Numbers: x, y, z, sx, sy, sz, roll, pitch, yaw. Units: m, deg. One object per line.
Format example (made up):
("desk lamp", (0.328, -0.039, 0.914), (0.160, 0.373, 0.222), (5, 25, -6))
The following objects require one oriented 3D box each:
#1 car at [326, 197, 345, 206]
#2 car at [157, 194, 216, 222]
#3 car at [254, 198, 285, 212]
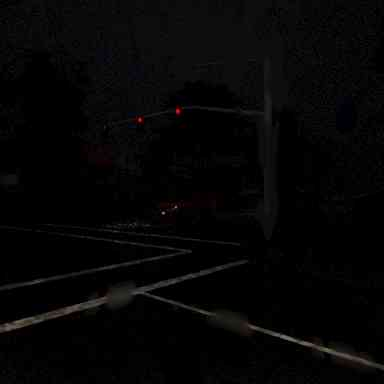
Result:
("car", (23.367, 1.524, 54.130), (1.812, 1.442, 4.674), (0, 0, 42))
("car", (-0.326, 1.222, 27.021), (2.150, 2.045, 5.566), (0, 0, 41))
("car", (8.772, 1.488, 37.463), (2.128, 1.511, 4.902), (0, 0, 41))
